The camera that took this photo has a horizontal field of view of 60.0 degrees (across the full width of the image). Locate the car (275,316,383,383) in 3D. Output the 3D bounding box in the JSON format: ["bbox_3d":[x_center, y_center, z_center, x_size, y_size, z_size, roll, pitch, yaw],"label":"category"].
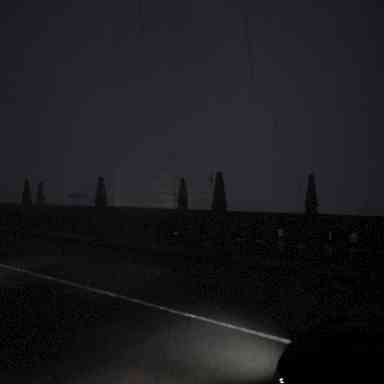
[{"bbox_3d":[2.921,1.507,1.910,4.892,1.490,1.837,0,0,36],"label":"car"}]
